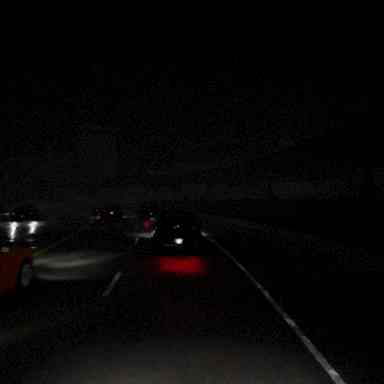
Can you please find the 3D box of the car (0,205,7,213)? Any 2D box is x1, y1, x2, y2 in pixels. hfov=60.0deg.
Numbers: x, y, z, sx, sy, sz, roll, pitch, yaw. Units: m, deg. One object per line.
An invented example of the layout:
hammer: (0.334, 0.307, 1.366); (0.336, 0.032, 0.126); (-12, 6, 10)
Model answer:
car: (-35.979, 3.298, 62.458); (1.837, 1.490, 4.892); (1, -3, -44)

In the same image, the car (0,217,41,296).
car: (-4.621, 1.472, 5.919); (1.882, 1.535, 5.008); (0, 0, -2)

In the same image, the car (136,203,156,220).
car: (-4.317, 1.825, 32.504); (2.128, 1.511, 4.902); (0, -2, -15)

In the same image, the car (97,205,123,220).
car: (-7.632, 1.874, 31.368); (1.994, 1.385, 4.181); (0, -2, -16)

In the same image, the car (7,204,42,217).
car: (-14.544, 1.798, 29.436); (1.812, 1.442, 4.674); (0, -2, -16)

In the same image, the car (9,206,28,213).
car: (-34.229, 3.466, 65.631); (4.718, 1.301, 1.895); (-3, -3, 44)

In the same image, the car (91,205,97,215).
car: (-12.331, 2.427, 44.632); (1.895, 1.301, 4.718); (0, -2, -23)

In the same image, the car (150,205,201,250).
car: (-0.735, 1.511, 14.318); (1.837, 1.490, 4.892); (0, 0, -6)
